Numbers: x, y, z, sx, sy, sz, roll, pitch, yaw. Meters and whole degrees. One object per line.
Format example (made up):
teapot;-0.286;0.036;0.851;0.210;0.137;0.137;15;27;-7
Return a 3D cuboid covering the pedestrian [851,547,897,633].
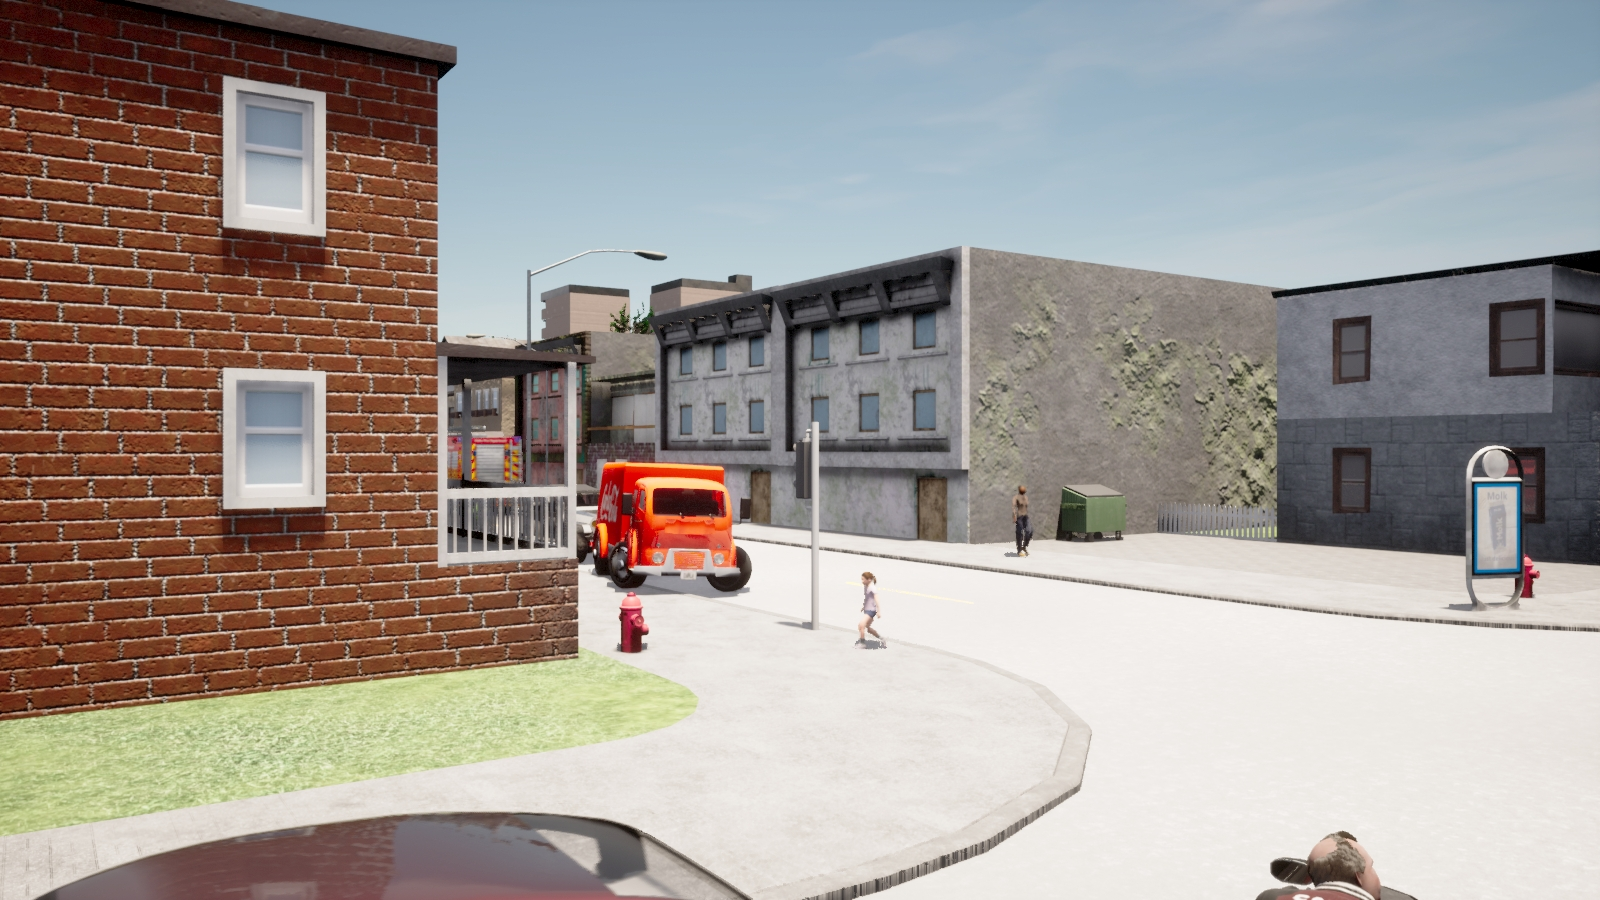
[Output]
pedestrian;1.007;1.897;15.538;0.500;1.100;0.500;0;0;-14

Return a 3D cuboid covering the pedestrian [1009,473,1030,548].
pedestrian;5.523;1.525;28.754;0.375;1.860;0.375;0;0;-27

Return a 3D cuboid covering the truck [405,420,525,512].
truck;-15.405;0.670;51.994;2.891;3.827;8.468;0;0;-33

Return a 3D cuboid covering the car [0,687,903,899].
car;-1.721;1.810;3.291;3.705;1.549;1.789;1;0;-34

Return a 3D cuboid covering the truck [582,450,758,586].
truck;-2.868;1.294;23.855;2.627;2.467;5.204;3;-1;-17
